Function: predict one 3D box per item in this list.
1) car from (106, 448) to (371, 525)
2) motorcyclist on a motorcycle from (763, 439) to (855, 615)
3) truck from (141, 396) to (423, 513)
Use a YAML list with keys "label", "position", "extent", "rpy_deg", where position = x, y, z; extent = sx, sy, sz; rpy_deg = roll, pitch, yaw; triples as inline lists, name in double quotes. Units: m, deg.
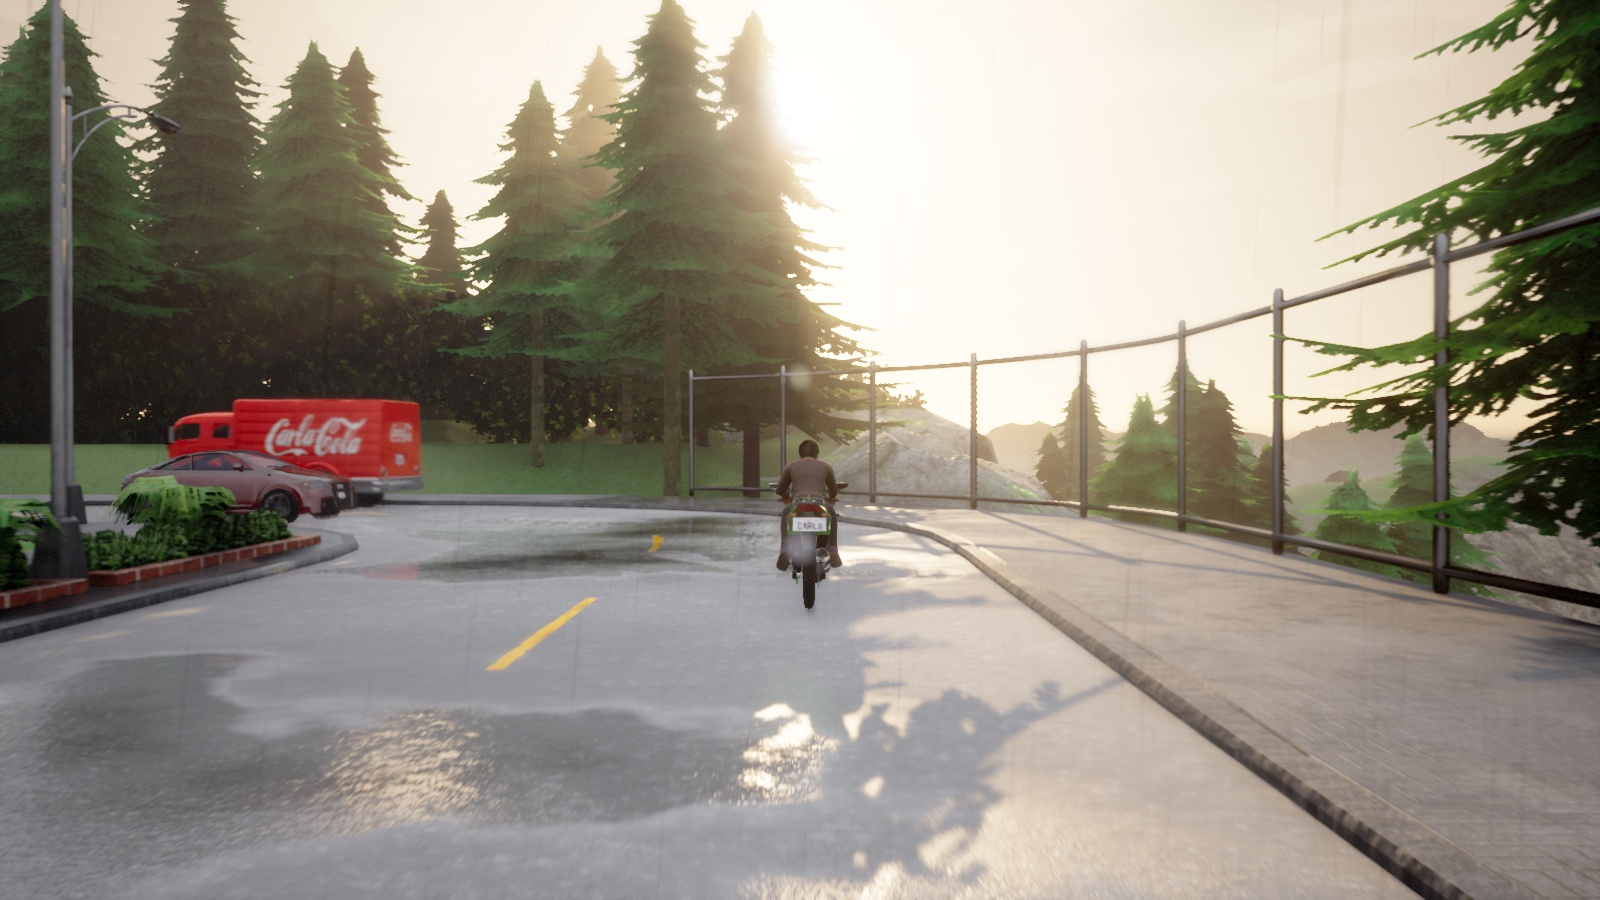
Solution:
- label: "car"
  position: [-10.645, 0.667, 23.998]
  extent: [4.181, 1.385, 1.994]
  rpy_deg: [0, 0, 4]
- label: "motorcyclist on a motorcycle"
  position: [0.081, 0.662, 11.886]
  extent: [0.797, 1.523, 2.044]
  rpy_deg: [0, 0, 0]
- label: "truck"
  position: [-11.477, 0.093, 28.092]
  extent: [5.204, 2.467, 2.627]
  rpy_deg: [0, 0, 5]
